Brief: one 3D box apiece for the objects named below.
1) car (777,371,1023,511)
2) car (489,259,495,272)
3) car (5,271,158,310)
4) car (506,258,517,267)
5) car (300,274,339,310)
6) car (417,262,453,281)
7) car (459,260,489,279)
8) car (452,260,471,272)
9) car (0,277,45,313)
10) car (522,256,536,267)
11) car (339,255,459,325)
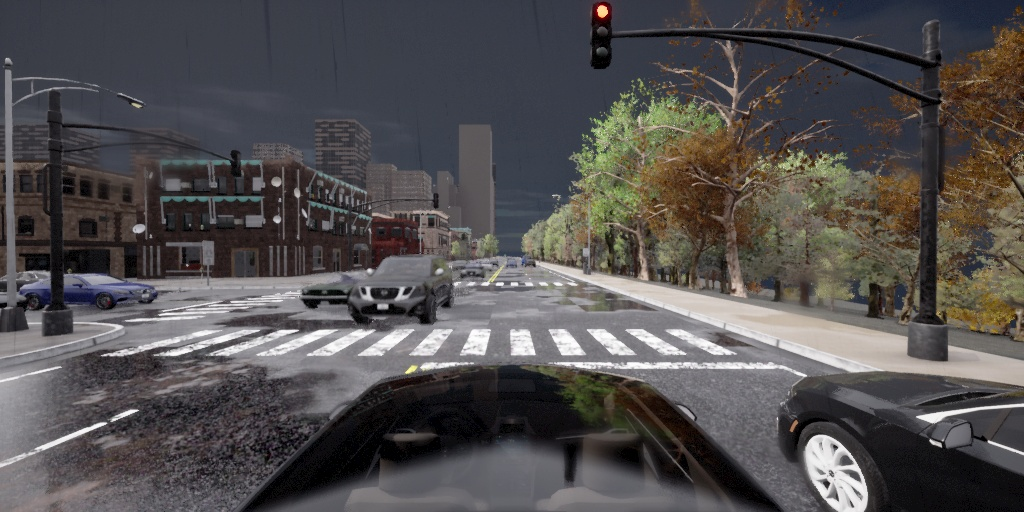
[{"bbox_3d":[3.366,1.255,1.255,1.837,1.490,4.892,0,0,-2],"label":"car"},{"bbox_3d":[-3.452,1.336,44.749,1.895,1.301,4.718,0,0,0],"label":"car"},{"bbox_3d":[-18.095,1.476,15.371,4.674,1.442,1.812,-1,1,-1],"label":"car"},{"bbox_3d":[-0.047,1.274,63.953,2.033,1.411,5.357,0,0,0],"label":"car"},{"bbox_3d":[-6.631,1.348,14.894,1.895,1.301,4.718,0,0,0],"label":"car"},{"bbox_3d":[-6.689,1.288,31.698,2.033,1.411,5.357,0,0,1],"label":"car"},{"bbox_3d":[-3.423,1.305,31.999,1.994,1.385,4.181,0,0,0],"label":"car"},{"bbox_3d":[-6.706,1.239,47.752,1.837,1.490,4.892,0,0,0],"label":"car"},{"bbox_3d":[-19.973,1.565,12.631,4.313,1.339,1.948,0,0,0],"label":"car"},{"bbox_3d":[3.203,1.231,63.655,1.837,1.490,4.892,0,0,0],"label":"car"},{"bbox_3d":[-3.374,0.970,12.113,2.150,2.045,5.566,0,0,0],"label":"car"}]
